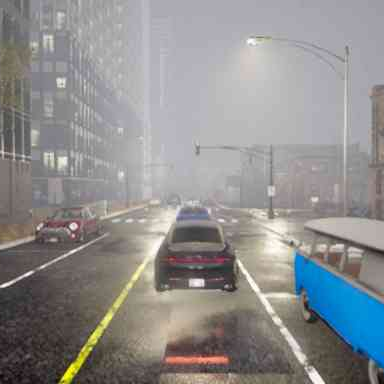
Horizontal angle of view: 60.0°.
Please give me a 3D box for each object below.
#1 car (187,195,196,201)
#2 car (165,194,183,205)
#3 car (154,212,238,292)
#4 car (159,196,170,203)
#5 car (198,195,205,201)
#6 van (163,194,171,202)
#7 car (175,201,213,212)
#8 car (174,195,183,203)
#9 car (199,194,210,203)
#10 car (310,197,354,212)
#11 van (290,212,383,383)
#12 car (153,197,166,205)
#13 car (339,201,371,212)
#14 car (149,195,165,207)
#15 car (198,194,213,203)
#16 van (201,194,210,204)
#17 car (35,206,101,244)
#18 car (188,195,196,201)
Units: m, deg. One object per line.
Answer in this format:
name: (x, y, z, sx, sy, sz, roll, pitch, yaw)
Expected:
car: (-0.049, 1.583, 80.182, 1.837, 1.490, 4.892, 0, 0, 0)
car: (-3.101, 1.283, 58.764, 2.150, 2.045, 5.566, 0, 0, 1)
car: (0.092, 1.515, 8.911, 1.837, 1.490, 4.892, 0, 0, 0)
car: (-5.711, 1.639, 70.592, 1.947, 1.339, 4.313, -1, 0, 0)
car: (2.622, 1.649, 93.119, 2.008, 1.369, 4.403, -1, 0, 0)
van: (-5.718, 1.421, 76.236, 1.690, 1.788, 3.998, -1, 0, 0)
car: (0.080, 1.496, 18.605, 1.882, 1.535, 5.008, 0, 0, 0)
car: (-3.045, 1.555, 74.300, 1.882, 1.535, 5.008, 0, 0, 0)
car: (2.632, 1.388, 70.543, 2.192, 1.841, 5.009, -1, 0, 0)
car: (16.502, 1.460, 38.974, 5.009, 1.841, 2.192, 1, 0, 1)
van: (2.672, 1.346, 4.634, 1.690, 1.788, 3.998, -1, 0, 0)
car: (-5.705, 1.627, 59.303, 1.947, 1.339, 4.313, -1, 0, 0)
car: (16.399, 1.832, 30.597, 4.313, 1.339, 1.947, 1, 0, 1)
car: (-5.872, 1.580, 53.490, 1.752, 1.417, 4.829, -1, 0, 0)
car: (2.641, 1.501, 59.254, 1.967, 1.590, 4.097, -1, 0, 0)
van: (2.635, 1.408, 64.899, 1.690, 1.788, 3.998, -1, 0, 0)
car: (-5.713, 1.456, 15.712, 1.967, 1.590, 4.097, -1, 0, 0)
car: (-0.055, 1.557, 90.596, 2.033, 1.411, 5.357, 0, 0, 0)
